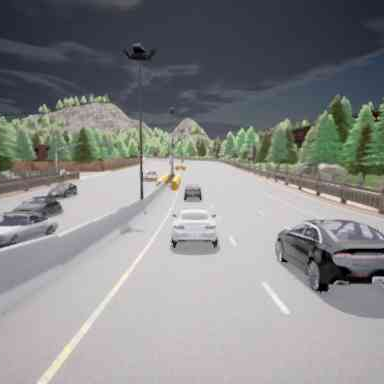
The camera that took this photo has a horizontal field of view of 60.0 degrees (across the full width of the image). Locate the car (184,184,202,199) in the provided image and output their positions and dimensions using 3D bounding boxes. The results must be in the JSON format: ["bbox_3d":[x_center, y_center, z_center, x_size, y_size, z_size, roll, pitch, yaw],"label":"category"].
[{"bbox_3d":[0.107,-0.148,35.810,2.128,1.511,4.902,0,6,0],"label":"car"}]

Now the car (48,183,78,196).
[{"bbox_3d":[-14.077,-0.224,36.478,2.128,1.511,4.902,0,7,0],"label":"car"}]

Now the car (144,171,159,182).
[{"bbox_3d":[-6.906,-2.707,56.655,2.097,1.767,4.553,0,7,0],"label":"car"}]

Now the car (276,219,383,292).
[{"bbox_3d":[3.601,1.455,8.794,2.128,1.511,4.902,0,0,0],"label":"car"}]

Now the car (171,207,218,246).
[{"bbox_3d":[0.102,1.389,14.412,1.812,1.442,4.674,0,2,0],"label":"car"}]

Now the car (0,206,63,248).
[{"bbox_3d":[-7.098,1.497,13.161,1.895,1.301,4.718,0,1,0],"label":"car"}]

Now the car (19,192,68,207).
[{"bbox_3d":[-10.589,1.039,23.016,1.994,1.385,4.181,0,4,0],"label":"car"}]
